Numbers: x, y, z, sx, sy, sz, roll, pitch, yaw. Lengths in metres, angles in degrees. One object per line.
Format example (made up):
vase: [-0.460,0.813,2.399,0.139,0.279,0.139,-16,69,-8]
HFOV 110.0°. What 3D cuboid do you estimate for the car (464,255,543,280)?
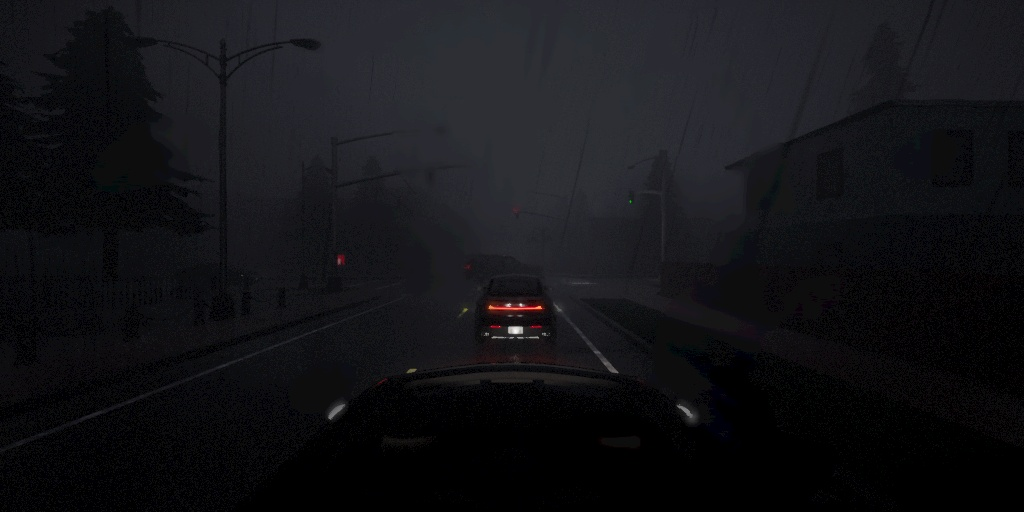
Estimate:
car: [-0.516,0.968,24.901,5.566,2.045,2.150,0,0,-4]

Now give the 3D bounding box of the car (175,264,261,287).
car: [-19.604,1.255,24.020,4.902,1.511,2.128,0,0,-2]

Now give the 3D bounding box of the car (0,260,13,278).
car: [-41.746,1.270,27.105,4.892,1.490,1.837,0,0,-2]

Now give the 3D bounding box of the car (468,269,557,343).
car: [0.092,1.255,9.684,1.837,1.490,4.892,0,0,0]
